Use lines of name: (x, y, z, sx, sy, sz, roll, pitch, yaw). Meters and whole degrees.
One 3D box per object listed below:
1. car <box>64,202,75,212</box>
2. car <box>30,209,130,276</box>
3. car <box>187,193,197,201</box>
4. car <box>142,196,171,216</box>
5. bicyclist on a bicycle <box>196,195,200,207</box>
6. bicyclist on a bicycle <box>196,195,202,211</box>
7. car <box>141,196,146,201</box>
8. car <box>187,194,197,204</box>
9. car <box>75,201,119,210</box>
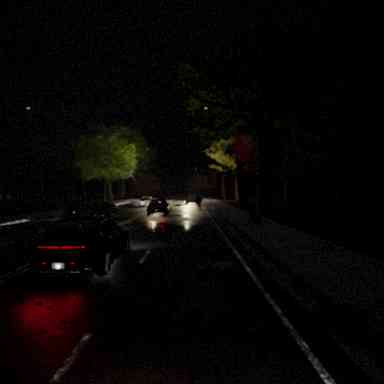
car: (-9.867, 1.507, 29.762, 1.994, 1.385, 4.181, 0, 0, 0)
car: (-3.157, 1.486, 10.256, 1.837, 1.490, 4.892, 0, 0, 0)
car: (-0.052, 1.199, 75.726, 2.097, 1.767, 4.553, 0, 0, 0)
car: (-3.172, 1.430, 32.010, 2.128, 1.511, 4.902, 0, 0, 0)
bicyclist on a bicycle: (0.859, 1.273, 48.188, 0.659, 1.776, 1.843, 0, 0, 0)
bicyclist on a bicycle: (0.866, 1.296, 38.072, 0.659, 1.776, 1.843, 0, 0, 0)
car: (-9.799, 1.432, 71.995, 1.895, 1.301, 4.718, 0, 0, 0)
car: (-0.026, 1.402, 59.300, 1.812, 1.442, 4.674, 0, 0, 0)
car: (-6.614, 1.459, 24.268, 1.837, 1.490, 4.892, 0, 0, 0)
